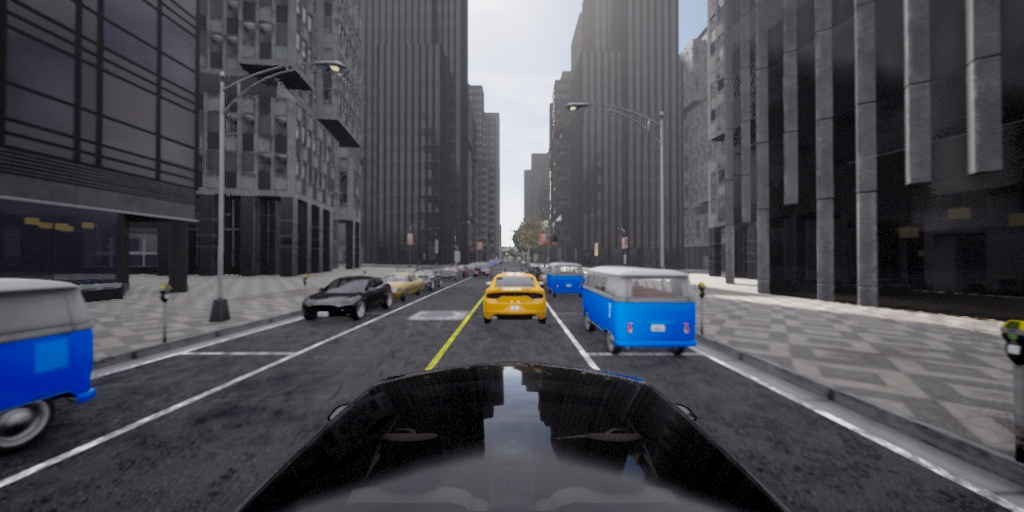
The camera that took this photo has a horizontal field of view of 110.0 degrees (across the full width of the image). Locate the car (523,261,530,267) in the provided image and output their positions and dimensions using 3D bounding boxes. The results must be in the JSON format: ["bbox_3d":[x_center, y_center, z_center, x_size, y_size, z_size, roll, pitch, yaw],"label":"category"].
[{"bbox_3d":[2.816,1.669,44.865,2.007,1.370,4.403,0,0,0],"label":"car"}]

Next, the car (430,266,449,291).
[{"bbox_3d":[-5.736,1.485,23.667,2.007,1.370,4.403,0,0,0],"label":"car"}]

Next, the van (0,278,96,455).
[{"bbox_3d":[-5.763,1.097,2.512,1.690,1.789,3.998,0,0,0],"label":"van"}]

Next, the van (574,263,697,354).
[{"bbox_3d":[2.770,1.149,8.642,1.690,1.789,3.998,0,0,0],"label":"van"}]

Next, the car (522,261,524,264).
[{"bbox_3d":[2.822,1.713,49.857,2.007,1.370,4.403,0,0,0],"label":"car"}]

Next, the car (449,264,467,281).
[{"bbox_3d":[-5.724,1.570,33.539,2.007,1.370,4.403,0,0,0],"label":"car"}]

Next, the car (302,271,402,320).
[{"bbox_3d":[-5.749,1.410,13.089,1.948,1.339,4.313,0,0,0],"label":"car"}]

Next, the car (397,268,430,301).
[{"bbox_3d":[-5.743,1.415,18.208,1.751,1.417,4.829,0,0,0],"label":"car"}]

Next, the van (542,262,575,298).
[{"bbox_3d":[2.784,1.240,19.468,1.690,1.789,3.998,0,0,0],"label":"van"}]

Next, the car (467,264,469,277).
[{"bbox_3d":[-5.717,1.612,38.983,1.888,1.381,4.507,0,0,0],"label":"car"}]

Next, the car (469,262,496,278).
[{"bbox_3d":[-3.049,1.625,38.399,1.994,1.385,4.181,0,-1,0],"label":"car"}]

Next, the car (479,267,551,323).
[{"bbox_3d":[0.097,1.318,12.517,1.882,1.535,5.008,0,0,0],"label":"car"}]

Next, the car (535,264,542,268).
[{"bbox_3d":[2.791,1.470,25.051,1.751,1.417,4.829,0,0,0],"label":"car"}]

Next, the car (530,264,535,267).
[{"bbox_3d":[2.797,1.557,30.294,1.948,1.339,4.313,0,0,0],"label":"car"}]

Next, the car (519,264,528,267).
[{"bbox_3d":[0.128,1.600,31.177,1.895,1.301,4.718,0,-1,0],"label":"car"}]
